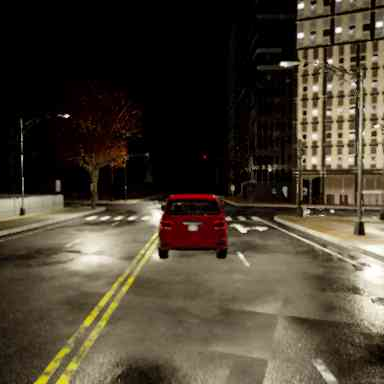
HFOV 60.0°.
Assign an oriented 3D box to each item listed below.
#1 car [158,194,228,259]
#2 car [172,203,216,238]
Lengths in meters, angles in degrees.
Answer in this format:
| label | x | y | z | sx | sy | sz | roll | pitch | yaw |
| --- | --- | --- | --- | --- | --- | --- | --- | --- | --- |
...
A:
| label | x | y | z | sx | sy | sz | roll | pitch | yaw |
| --- | --- | --- | --- | --- | --- | --- | --- | --- | --- |
| car | 0.003 | 1.086 | 12.137 | 2.150 | 2.045 | 5.566 | 0 | 1 | -1 |
| car | 0.100 | 1.375 | 17.079 | 1.994 | 1.385 | 4.181 | 0 | 1 | 0 |
